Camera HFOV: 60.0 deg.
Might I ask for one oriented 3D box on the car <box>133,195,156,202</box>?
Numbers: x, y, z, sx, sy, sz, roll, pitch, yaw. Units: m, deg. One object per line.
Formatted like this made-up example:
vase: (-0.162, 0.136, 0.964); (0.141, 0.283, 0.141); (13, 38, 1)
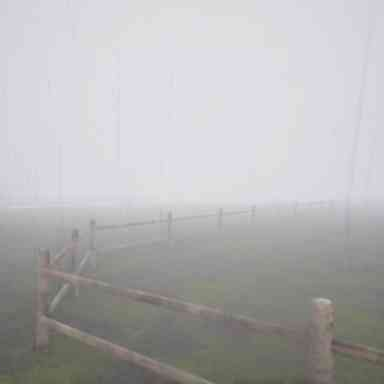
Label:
car: (-9.665, 1.201, 68.019); (1.895, 1.301, 4.718); (1, 1, 44)
